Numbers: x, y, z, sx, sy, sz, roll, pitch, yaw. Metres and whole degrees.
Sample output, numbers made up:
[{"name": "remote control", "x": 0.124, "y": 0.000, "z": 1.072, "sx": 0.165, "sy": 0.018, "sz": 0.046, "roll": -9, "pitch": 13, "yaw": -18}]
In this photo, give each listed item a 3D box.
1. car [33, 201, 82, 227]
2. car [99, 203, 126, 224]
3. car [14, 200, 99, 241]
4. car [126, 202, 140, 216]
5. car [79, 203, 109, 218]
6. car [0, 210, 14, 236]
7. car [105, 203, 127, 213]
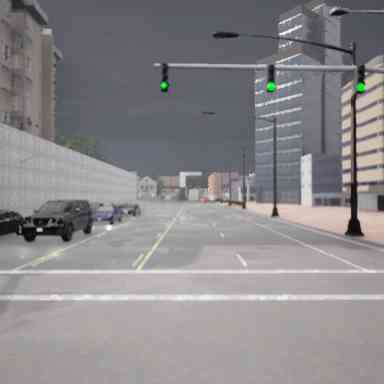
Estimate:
[{"name": "car", "x": -10.624, "y": 1.682, "z": 26.707, "sx": 2.097, "sy": 1.767, "sz": 4.553, "roll": 0, "pitch": -1, "yaw": 0}, {"name": "car", "x": -7.124, "y": 1.871, "z": 27.912, "sx": 1.812, "sy": 1.442, "sz": 4.674, "roll": 0, "pitch": -1, "yaw": 0}, {"name": "car", "x": -7.112, "y": 1.448, "z": 18.276, "sx": 2.150, "sy": 2.045, "sz": 5.566, "roll": 0, "pitch": -1, "yaw": 0}, {"name": "car", "x": -7.126, "y": 1.964, "z": 38.254, "sx": 2.128, "sy": 1.511, "sz": 4.902, "roll": 0, "pitch": -1, "yaw": 0}, {"name": "car", "x": -10.627, "y": 1.956, "z": 36.523, "sx": 1.837, "sy": 1.490, "sz": 4.892, "roll": 0, "pitch": -1, "yaw": 0}, {"name": "car", "x": -10.615, "y": 1.724, "z": 17.638, "sx": 1.837, "sy": 1.490, "sz": 4.892, "roll": 0, "pitch": -1, "yaw": 0}, {"name": "car", "x": -10.599, "y": 2.175, "z": 46.581, "sx": 1.895, "sy": 1.301, "sz": 4.718, "roll": 0, "pitch": -1, "yaw": 0}]
